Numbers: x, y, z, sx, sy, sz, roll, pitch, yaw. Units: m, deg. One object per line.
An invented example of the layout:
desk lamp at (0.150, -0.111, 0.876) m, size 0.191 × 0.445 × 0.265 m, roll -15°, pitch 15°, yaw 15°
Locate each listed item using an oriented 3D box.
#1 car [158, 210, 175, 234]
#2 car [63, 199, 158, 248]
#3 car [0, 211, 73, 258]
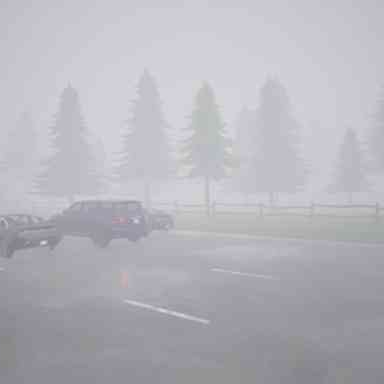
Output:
car at (-3.251, 1.638, 19.110) m, size 4.902 × 1.511 × 2.128 m, roll -1°, pitch 0°, yaw 36°
car at (-4.540, 1.360, 15.719) m, size 5.566 × 2.045 × 2.150 m, roll 0°, pitch 0°, yaw 36°
car at (-7.317, 1.639, 13.412) m, size 4.902 × 1.511 × 2.128 m, roll -1°, pitch 0°, yaw 36°
